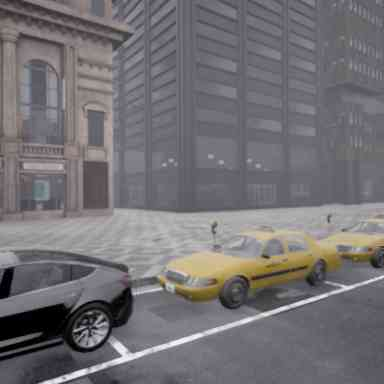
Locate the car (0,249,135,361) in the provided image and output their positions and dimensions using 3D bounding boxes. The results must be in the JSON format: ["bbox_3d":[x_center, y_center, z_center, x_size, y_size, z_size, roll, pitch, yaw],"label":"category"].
[{"bbox_3d":[-2.905,1.565,4.579,4.313,1.339,1.947,0,0,-35],"label":"car"}]

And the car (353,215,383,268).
[{"bbox_3d":[6.142,1.476,11.029,4.829,1.417,1.752,0,0,-35],"label":"car"}]

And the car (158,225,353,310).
[{"bbox_3d":[1.549,1.500,7.755,4.829,1.417,1.752,0,0,-35],"label":"car"}]
